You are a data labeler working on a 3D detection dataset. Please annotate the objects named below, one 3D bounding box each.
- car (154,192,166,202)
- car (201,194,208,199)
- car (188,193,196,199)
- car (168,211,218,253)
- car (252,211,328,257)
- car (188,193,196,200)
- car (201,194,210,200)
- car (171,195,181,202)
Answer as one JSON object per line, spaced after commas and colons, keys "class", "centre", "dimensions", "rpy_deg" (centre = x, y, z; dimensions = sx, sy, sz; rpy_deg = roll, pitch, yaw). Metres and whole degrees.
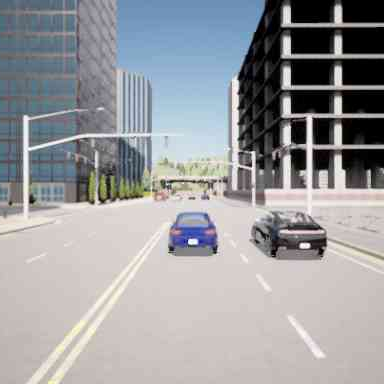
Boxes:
{"class": "car", "centre": [-6.965, 1.075, 72.477], "dimensions": [2.150, 2.045, 5.566], "rpy_deg": [0, 0, 0]}
{"class": "car", "centre": [3.545, 1.289, 93.419], "dimensions": [1.837, 1.490, 4.892], "rpy_deg": [0, 0, 0]}
{"class": "car", "centre": [0.045, 1.145, 93.390], "dimensions": [2.097, 1.767, 4.553], "rpy_deg": [0, 0, 0]}
{"class": "car", "centre": [0.056, 1.497, 13.459], "dimensions": [1.812, 1.442, 4.674], "rpy_deg": [0, 0, 1]}
{"class": "car", "centre": [3.550, 1.465, 12.822], "dimensions": [2.128, 1.511, 4.902], "rpy_deg": [0, 0, 1]}
{"class": "car", "centre": [0.041, 1.417, 84.688], "dimensions": [1.895, 1.301, 4.718], "rpy_deg": [0, 0, 0]}
{"class": "car", "centre": [3.541, 1.347, 84.344], "dimensions": [1.812, 1.442, 4.674], "rpy_deg": [0, 0, 0]}
{"class": "car", "centre": [-3.465, 1.374, 72.505], "dimensions": [1.812, 1.442, 4.674], "rpy_deg": [0, 0, 0]}
